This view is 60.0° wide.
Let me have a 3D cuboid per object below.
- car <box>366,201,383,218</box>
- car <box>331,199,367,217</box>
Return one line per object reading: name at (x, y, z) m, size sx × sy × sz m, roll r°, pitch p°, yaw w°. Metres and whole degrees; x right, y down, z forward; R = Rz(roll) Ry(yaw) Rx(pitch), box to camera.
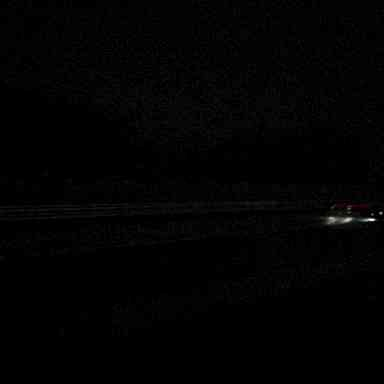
car at (17.754, 1.648, 29.574) m, size 4.181 × 1.385 × 1.994 m, roll 0°, pitch 0°, yaw -35°
car at (15.530, 1.434, 32.286) m, size 4.553 × 1.767 × 2.097 m, roll 0°, pitch 0°, yaw -35°
